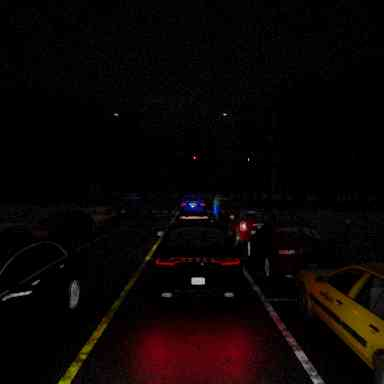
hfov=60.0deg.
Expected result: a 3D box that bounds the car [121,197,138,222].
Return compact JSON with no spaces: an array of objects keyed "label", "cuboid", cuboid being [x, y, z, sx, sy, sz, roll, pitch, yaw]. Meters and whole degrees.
[{"label":"car","cuboid":[-5.770,1.444,26.090,1.967,1.590,4.097,0,0,0]}]

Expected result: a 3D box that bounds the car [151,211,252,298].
[{"label":"car","cuboid":[0.093,1.478,8.558,1.882,1.535,5.008,0,0,0]}]

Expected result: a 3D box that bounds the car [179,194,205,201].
[{"label":"car","cuboid":[0.018,1.226,29.369,2.150,2.045,5.566,0,0,-2]}]

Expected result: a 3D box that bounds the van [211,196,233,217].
[{"label":"van","cuboid":[2.754,1.346,31.530,1.690,1.788,3.998,0,0,0]}]

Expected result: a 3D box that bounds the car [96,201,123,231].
[{"label":"car","cuboid":[-5.769,1.527,20.483,1.752,1.417,4.829,0,0,0]}]

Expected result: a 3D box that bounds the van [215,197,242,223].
[{"label":"van","cuboid":[2.755,1.344,26.092,1.690,1.788,3.998,0,0,0]}]

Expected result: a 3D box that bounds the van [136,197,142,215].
[{"label":"van","cuboid":[-5.771,1.346,31.528,1.690,1.788,3.998,0,0,0]}]

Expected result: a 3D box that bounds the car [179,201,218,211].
[{"label":"car","cuboid":[0.093,1.493,19.001,2.128,1.511,4.902,0,0,0]}]

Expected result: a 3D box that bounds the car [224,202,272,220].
[{"label":"car","cuboid":[2.757,1.441,15.217,1.967,1.590,4.097,0,0,0]}]

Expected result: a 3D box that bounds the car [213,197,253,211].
[{"label":"car","cuboid":[2.756,1.317,20.655,2.192,1.841,5.009,0,0,0]}]

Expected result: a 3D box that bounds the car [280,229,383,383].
[{"label":"car","cuboid":[2.759,1.525,4.512,1.752,1.417,4.829,0,0,0]}]

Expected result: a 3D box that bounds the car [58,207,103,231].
[{"label":"car","cuboid":[-5.768,1.567,15.215,1.947,1.339,4.313,0,0,0]}]

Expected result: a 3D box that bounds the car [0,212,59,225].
[{"label":"car","cuboid":[-5.767,1.526,9.608,1.752,1.417,4.829,0,0,0]}]

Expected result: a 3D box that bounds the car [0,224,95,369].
[{"label":"car","cuboid":[-3.102,1.505,4.828,1.837,1.490,4.892,0,0,0]}]

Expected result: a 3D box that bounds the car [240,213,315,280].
[{"label":"car","cuboid":[2.758,1.545,9.779,1.887,1.381,4.507,0,0,0]}]
